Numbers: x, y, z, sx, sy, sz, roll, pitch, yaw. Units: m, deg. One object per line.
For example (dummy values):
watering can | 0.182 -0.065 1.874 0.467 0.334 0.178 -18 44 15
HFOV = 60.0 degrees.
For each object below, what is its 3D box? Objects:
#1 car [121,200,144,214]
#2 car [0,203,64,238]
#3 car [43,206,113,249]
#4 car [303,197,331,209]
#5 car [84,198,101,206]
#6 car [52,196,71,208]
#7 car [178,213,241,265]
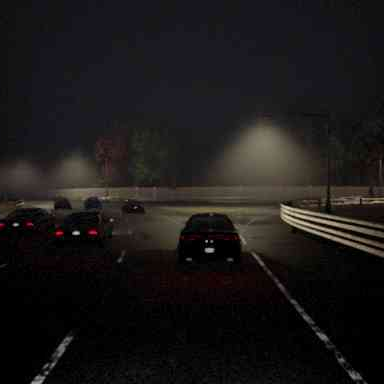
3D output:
car | -6.522 1.584 36.348 1.994 1.385 4.181 0 0 -20
car | -8.701 1.577 18.019 2.033 1.411 5.357 0 0 -11
car | -4.617 1.563 14.714 2.033 1.411 5.357 0 0 -8
car | 16.759 1.414 44.471 5.008 1.535 1.882 0 0 -41
car | -13.441 1.522 44.823 1.882 1.535 5.008 0 0 -23
car | -17.389 1.622 44.681 1.994 1.385 4.181 0 0 -24
car | 0.627 1.474 11.786 1.882 1.535 5.008 0 0 3
